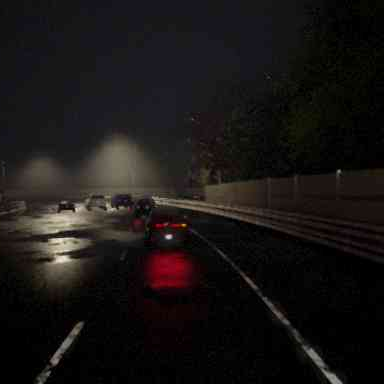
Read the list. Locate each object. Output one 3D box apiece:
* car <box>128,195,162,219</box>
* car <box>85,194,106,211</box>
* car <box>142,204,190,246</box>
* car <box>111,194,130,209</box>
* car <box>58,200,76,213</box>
[{"bbox_3d":[-4.399,1.350,30.679,2.097,1.767,4.553,0,0,-16],"label":"car"},{"bbox_3d":[-12.350,1.256,42.547,2.150,2.045,5.566,0,0,-22],"label":"car"},{"bbox_3d":[-1.230,1.497,15.217,1.837,1.490,4.892,0,0,-8],"label":"car"},{"bbox_3d":[-9.517,1.237,44.865,2.150,2.045,5.566,0,0,-23],"label":"car"},{"bbox_3d":[-14.505,1.599,38.542,2.033,1.411,5.357,0,0,-21],"label":"car"}]
